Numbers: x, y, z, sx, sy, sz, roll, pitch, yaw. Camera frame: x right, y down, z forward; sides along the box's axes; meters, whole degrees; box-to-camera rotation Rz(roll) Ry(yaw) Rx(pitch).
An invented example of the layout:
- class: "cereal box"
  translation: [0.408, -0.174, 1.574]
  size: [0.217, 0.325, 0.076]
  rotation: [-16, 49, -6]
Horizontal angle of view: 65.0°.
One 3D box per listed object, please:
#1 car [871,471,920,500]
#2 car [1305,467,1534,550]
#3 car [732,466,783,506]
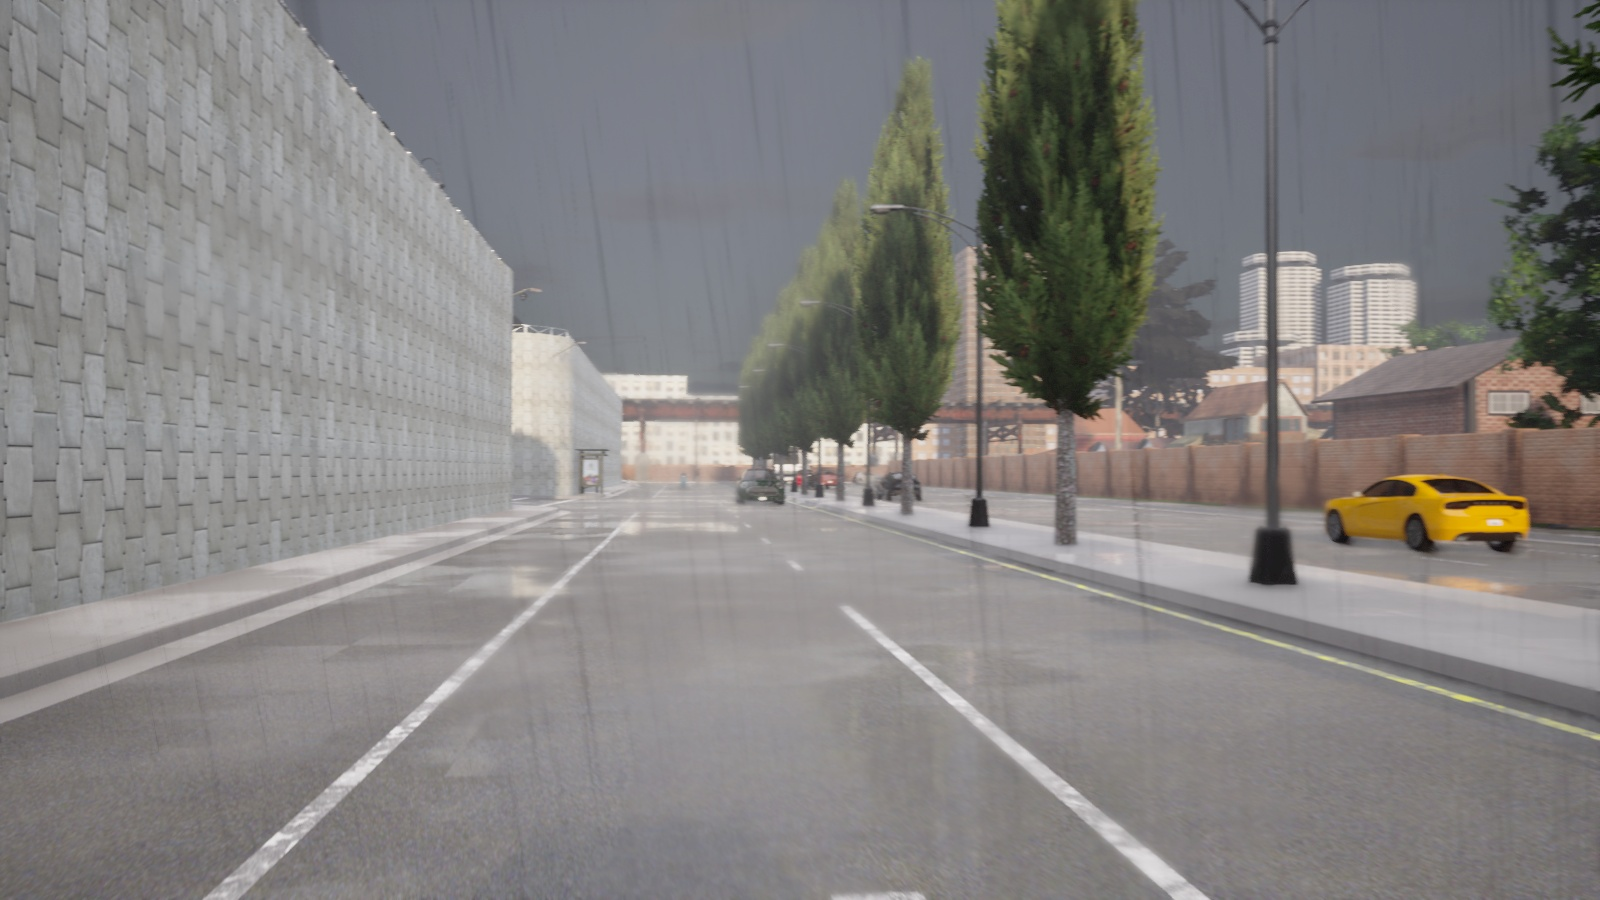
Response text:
- class: "car"
  translation: [5.100, 1.902, 67.790]
  size: [1.837, 1.490, 4.892]
  rotation: [0, -1, -6]
- class: "car"
  translation: [12.650, 1.137, 26.091]
  size: [1.882, 1.535, 5.008]
  rotation: [0, -1, -6]
- class: "car"
  translation: [-2.046, 1.646, 58.580]
  size: [2.097, 1.767, 4.553]
  rotation: [0, -1, -6]
